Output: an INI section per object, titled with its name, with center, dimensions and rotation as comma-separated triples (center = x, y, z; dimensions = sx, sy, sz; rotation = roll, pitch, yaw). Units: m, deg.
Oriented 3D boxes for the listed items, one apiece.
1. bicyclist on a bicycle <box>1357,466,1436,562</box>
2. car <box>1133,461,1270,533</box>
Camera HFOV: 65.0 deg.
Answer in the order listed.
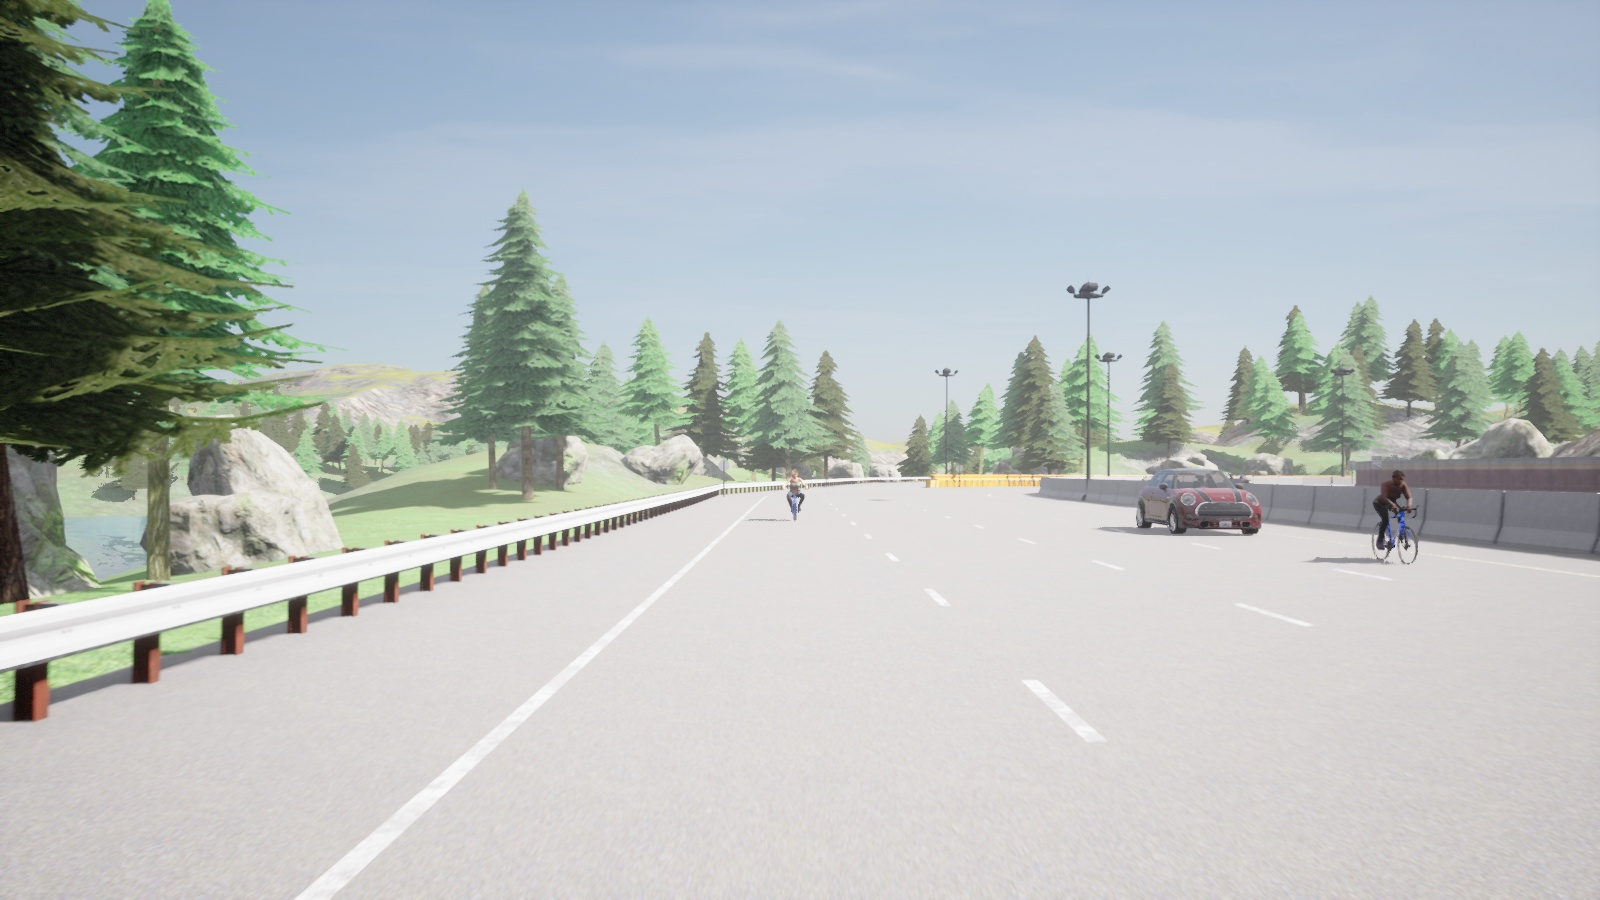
[bicyclist on a bicycle]
center = 10.441, 1.094, 22.034
dimensions = 0.582, 1.620, 1.656
rotation = 0, -1, 0
[car]
center = 10.387, 1.181, 32.850
dimensions = 2.097, 1.767, 4.553
rotation = 0, -1, 0
